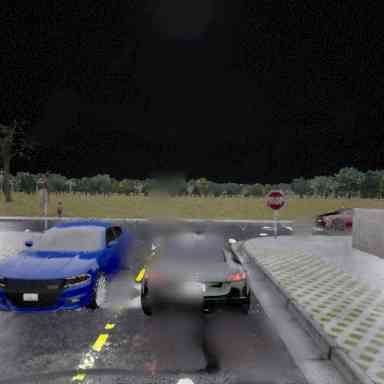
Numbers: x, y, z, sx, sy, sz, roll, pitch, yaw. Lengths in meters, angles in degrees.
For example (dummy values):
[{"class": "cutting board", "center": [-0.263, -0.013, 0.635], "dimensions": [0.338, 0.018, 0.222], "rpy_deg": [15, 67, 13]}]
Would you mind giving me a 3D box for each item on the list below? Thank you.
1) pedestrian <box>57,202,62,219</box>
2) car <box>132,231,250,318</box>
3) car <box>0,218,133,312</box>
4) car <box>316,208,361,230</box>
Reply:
[{"class": "pedestrian", "center": [-9.719, 0.998, 24.448], "dimensions": [0.375, 1.860, 0.375], "rpy_deg": [0, -1, 0]}, {"class": "car", "center": [0.087, 1.562, 7.537], "dimensions": [1.994, 1.385, 4.181], "rpy_deg": [0, 0, 1]}, {"class": "car", "center": [-2.677, 1.476, 8.036], "dimensions": [1.882, 1.535, 5.008], "rpy_deg": [0, 0, 0]}, {"class": "car", "center": [10.327, 1.718, 21.705], "dimensions": [4.181, 1.385, 1.994], "rpy_deg": [1, 0, -1]}]
